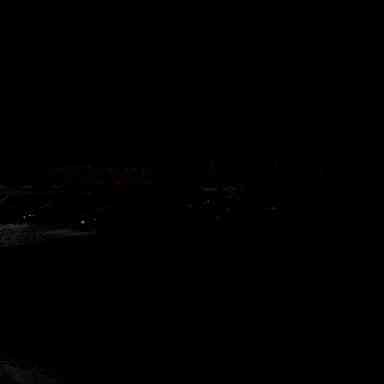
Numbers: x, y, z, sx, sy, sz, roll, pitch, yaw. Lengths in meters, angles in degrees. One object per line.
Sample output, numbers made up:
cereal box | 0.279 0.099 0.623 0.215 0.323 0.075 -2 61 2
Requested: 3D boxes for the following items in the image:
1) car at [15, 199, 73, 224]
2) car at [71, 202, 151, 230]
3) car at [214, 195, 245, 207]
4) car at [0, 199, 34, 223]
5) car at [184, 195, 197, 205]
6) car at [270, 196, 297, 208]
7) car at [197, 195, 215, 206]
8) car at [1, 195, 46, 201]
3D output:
car | -10.176 1.500 25.084 1.837 1.490 4.892 -1 0 39
car | -4.682 1.444 20.747 1.837 1.490 4.892 -1 0 39
car | 5.401 1.168 44.385 1.812 1.442 4.674 -1 0 39
car | -13.273 1.579 26.819 2.033 1.411 5.357 -1 0 39
car | 0.813 1.186 49.832 1.837 1.490 4.892 -1 0 39
car | 11.143 1.144 40.352 1.994 1.385 4.181 -1 0 39
car | 3.259 1.164 47.297 1.837 1.490 4.892 -1 0 39
car | -15.597 1.274 29.516 2.150 2.045 5.566 -1 0 39
